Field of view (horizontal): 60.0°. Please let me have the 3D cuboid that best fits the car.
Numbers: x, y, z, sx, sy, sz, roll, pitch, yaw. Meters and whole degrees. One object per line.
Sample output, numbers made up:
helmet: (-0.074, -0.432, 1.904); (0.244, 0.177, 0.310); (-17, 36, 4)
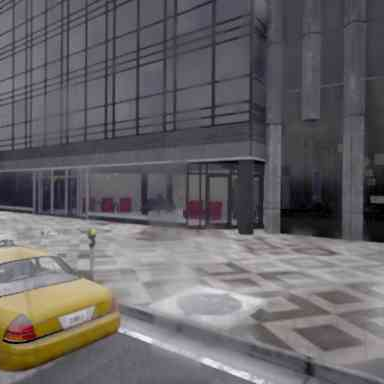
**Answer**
car: (-3.242, 1.442, 5.403); (4.829, 1.417, 1.752); (1, 0, 37)
